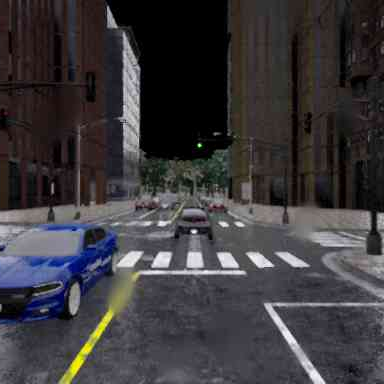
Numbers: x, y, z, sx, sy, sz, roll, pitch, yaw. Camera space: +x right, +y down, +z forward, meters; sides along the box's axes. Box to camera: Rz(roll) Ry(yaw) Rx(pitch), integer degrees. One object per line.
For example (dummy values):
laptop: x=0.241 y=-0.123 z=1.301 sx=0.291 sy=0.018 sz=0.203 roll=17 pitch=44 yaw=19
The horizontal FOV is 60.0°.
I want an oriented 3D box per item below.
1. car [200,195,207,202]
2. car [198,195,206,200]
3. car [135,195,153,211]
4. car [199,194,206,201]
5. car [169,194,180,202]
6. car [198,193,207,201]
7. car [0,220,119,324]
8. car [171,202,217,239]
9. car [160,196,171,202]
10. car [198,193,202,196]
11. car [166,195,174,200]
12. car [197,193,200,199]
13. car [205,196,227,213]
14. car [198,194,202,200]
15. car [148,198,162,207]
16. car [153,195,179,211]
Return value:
car: x=2.706 y=1.543 z=52.487 sx=2.008 sy=1.369 sz=4.403 roll=0 pitch=0 yaw=0
car: x=2.664 y=1.554 z=90.550 sx=2.008 sy=1.369 sz=4.403 roll=0 pitch=0 yaw=0
car: x=-5.807 y=1.313 z=41.603 sx=2.192 sy=1.841 sz=5.009 roll=0 pitch=0 yaw=0
car: x=2.700 y=1.538 z=57.925 sx=1.887 sy=1.381 sz=4.507 roll=0 pitch=0 yaw=0
car: x=-3.105 y=1.561 z=58.084 sx=1.994 sy=1.385 sz=4.181 roll=0 pitch=0 yaw=1
car: x=2.669 y=1.315 z=85.113 sx=2.192 sy=1.841 sz=5.009 roll=0 pitch=0 yaw=0
car: x=-3.006 y=1.480 z=7.532 sx=1.882 sy=1.535 sz=5.008 roll=0 pitch=0 yaw=0
car: x=0.099 y=1.532 z=17.672 sx=1.837 sy=1.490 sz=4.892 roll=1 pitch=1 yaw=0
car: x=-5.843 y=1.553 z=74.228 sx=2.008 sy=1.369 sz=4.403 roll=0 pitch=0 yaw=0
car: x=2.688 y=1.521 z=68.970 sx=1.752 sy=1.417 sz=4.829 roll=0 pitch=0 yaw=0
car: x=-5.861 y=1.575 z=90.541 sx=1.947 sy=1.339 sz=4.313 roll=0 pitch=0 yaw=0
car: x=2.676 y=1.524 z=79.845 sx=1.752 sy=1.417 sz=4.829 roll=0 pitch=0 yaw=0
car: x=2.724 y=1.432 z=36.175 sx=1.967 sy=1.590 sz=4.097 roll=0 pitch=0 yaw=0
car: x=2.694 y=1.539 z=63.363 sx=1.887 sy=1.381 sz=4.507 roll=0 pitch=0 yaw=0
car: x=-5.819 y=1.580 z=52.478 sx=1.802 sy=1.307 sz=4.206 roll=0 pitch=0 yaw=0
car: x=-3.126 y=1.486 z=40.740 sx=2.128 sy=1.511 sz=4.902 roll=0 pitch=0 yaw=0
